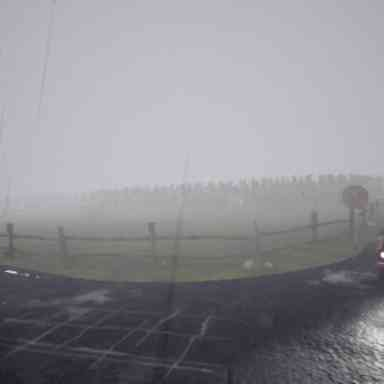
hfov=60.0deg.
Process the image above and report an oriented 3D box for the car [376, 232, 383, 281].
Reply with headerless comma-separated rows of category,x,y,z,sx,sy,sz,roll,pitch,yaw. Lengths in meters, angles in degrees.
car,6.118,1.449,8.849,1.895,1.301,4.718,-2,0,34
